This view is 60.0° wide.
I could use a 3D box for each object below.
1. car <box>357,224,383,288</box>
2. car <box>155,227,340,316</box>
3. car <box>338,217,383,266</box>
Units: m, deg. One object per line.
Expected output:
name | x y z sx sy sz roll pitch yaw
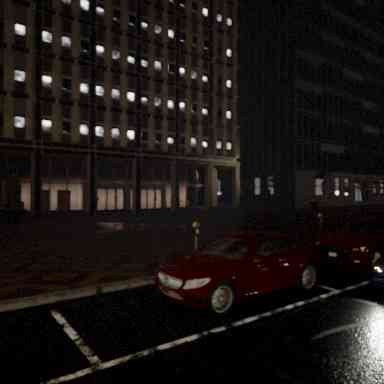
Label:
car | 6.371 1.513 7.890 5.357 1.411 2.033 0 0 -36
car | 1.213 1.563 7.414 4.206 1.307 1.802 0 1 -35
car | 5.809 1.505 10.689 4.507 1.381 1.887 0 1 -35
